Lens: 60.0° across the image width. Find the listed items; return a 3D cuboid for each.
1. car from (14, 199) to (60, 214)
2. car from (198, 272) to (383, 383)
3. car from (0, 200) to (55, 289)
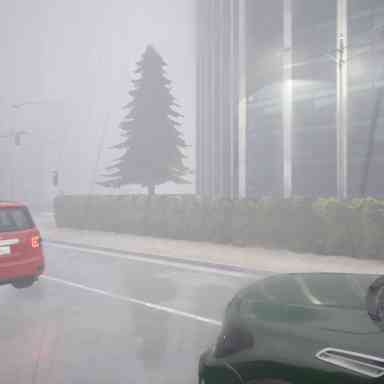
[{"bbox_3d":[-17.214,1.564,37.021,1.994,1.385,4.181,0,0,36],"label":"car"},{"bbox_3d":[2.711,1.221,2.057,5.566,2.045,2.150,0,0,36],"label":"car"},{"bbox_3d":[-5.762,1.221,8.033,5.566,2.045,2.150,0,0,38],"label":"car"}]
